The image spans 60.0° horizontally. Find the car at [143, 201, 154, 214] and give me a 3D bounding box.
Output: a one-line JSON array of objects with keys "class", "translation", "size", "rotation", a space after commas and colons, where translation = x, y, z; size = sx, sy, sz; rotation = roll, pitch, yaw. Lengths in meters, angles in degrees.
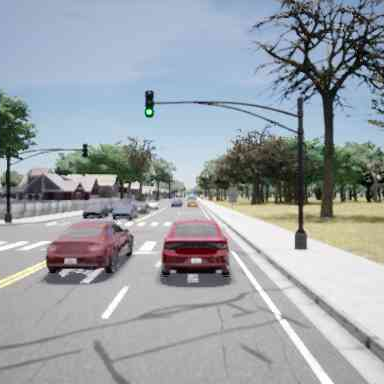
[{"class": "car", "translation": [-6.562, 1.994, 42.745], "size": [2.128, 1.511, 4.902], "rotation": [0, -1, 0]}]

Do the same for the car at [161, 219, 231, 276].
[{"class": "car", "translation": [0.106, 1.607, 10.828], "size": [1.882, 1.535, 5.008], "rotation": [0, -1, 0]}]

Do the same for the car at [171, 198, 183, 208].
[{"class": "car", "translation": [-3.087, 2.274, 64.780], "size": [1.812, 1.442, 4.674], "rotation": [0, -1, 0]}]

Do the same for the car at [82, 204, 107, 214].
[{"class": "car", "translation": [-9.851, 1.956, 34.610], "size": [2.033, 1.411, 5.357], "rotation": [0, -1, -3]}]

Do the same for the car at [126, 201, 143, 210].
[{"class": "car", "translation": [-9.769, 2.213, 57.233], "size": [2.033, 1.411, 5.357], "rotation": [0, -1, 0]}]

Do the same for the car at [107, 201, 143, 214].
[{"class": "car", "translation": [-6.567, 1.941, 33.284], "size": [2.033, 1.411, 5.357], "rotation": [0, -1, 0]}]

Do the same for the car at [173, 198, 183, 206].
[{"class": "car", "translation": [-3.180, 2.214, 74.747], "size": [2.097, 1.767, 4.553], "rotation": [0, -1, 0]}]

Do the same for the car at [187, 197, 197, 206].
[{"class": "car", "translation": [0.070, 2.084, 74.781], "size": [2.150, 2.045, 5.566], "rotation": [0, -1, 0]}]

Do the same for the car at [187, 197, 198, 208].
[{"class": "car", "translation": [0.158, 2.221, 64.377], "size": [1.882, 1.535, 5.008], "rotation": [0, -1, 0]}]

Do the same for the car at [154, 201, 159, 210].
[{"class": "car", "translation": [-6.531, 2.160, 54.464], "size": [1.812, 1.442, 4.674], "rotation": [0, -1, 0]}]

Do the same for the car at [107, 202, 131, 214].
[{"class": "car", "translation": [-9.805, 2.077, 45.095], "size": [2.033, 1.411, 5.357], "rotation": [0, -1, 0]}]

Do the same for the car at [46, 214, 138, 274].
[{"class": "car", "translation": [-3.143, 1.657, 10.915], "size": [1.812, 1.442, 4.674], "rotation": [0, -1, 0]}]
